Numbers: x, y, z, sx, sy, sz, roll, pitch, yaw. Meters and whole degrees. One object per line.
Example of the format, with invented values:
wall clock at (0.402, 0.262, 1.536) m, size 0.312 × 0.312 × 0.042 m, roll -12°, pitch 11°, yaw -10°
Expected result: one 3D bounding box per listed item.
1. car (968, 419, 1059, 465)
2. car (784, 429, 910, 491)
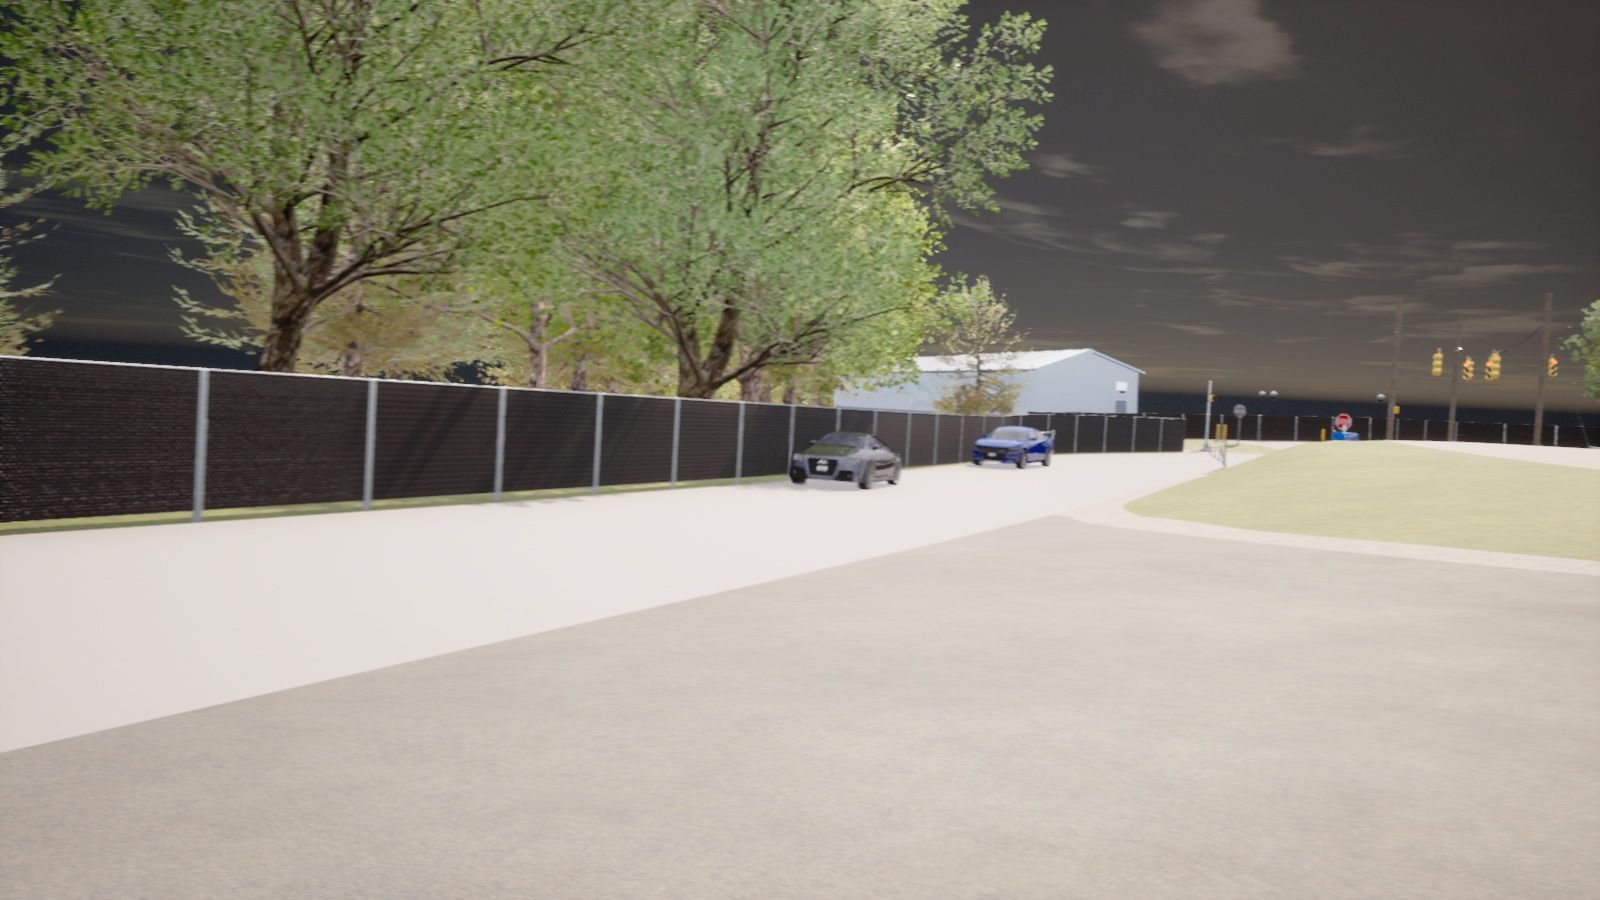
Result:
car at (8.149, -0.342, 47.469) m, size 1.882 × 1.535 × 5.008 m, roll 3°, pitch 3°, yaw 27°
car at (1.308, 0.197, 32.651) m, size 1.994 × 1.385 × 4.181 m, roll 3°, pitch 2°, yaw 21°
